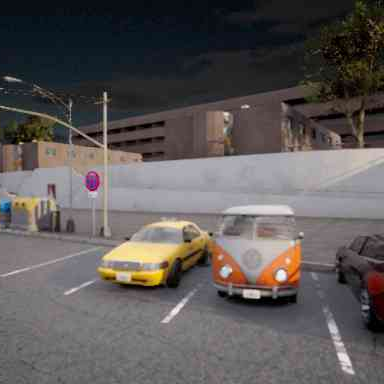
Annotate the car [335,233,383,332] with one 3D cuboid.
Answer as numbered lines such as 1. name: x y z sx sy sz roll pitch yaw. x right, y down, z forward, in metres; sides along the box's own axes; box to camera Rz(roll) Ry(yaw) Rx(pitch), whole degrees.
1. car: 4.134 1.524 6.566 2.163 1.488 4.792 -1 -1 15

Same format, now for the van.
1. van: 1.672 1.303 8.159 1.878 1.987 4.442 0 -1 16

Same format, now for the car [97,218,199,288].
1. car: -0.774 1.561 9.821 1.946 1.575 5.366 0 -1 15
